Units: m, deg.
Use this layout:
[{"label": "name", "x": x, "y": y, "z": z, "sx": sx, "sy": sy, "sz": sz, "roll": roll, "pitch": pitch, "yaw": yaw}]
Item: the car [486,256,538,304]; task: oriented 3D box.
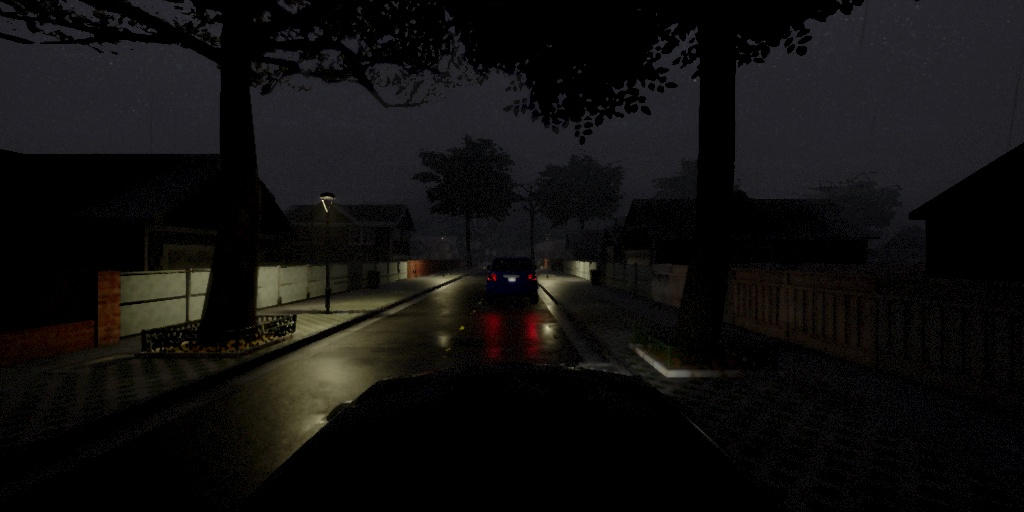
[{"label": "car", "x": 0.000, "y": 1.010, "z": 16.531, "sx": 2.150, "sy": 2.045, "sz": 5.566, "roll": 0, "pitch": 0, "yaw": 0}]
